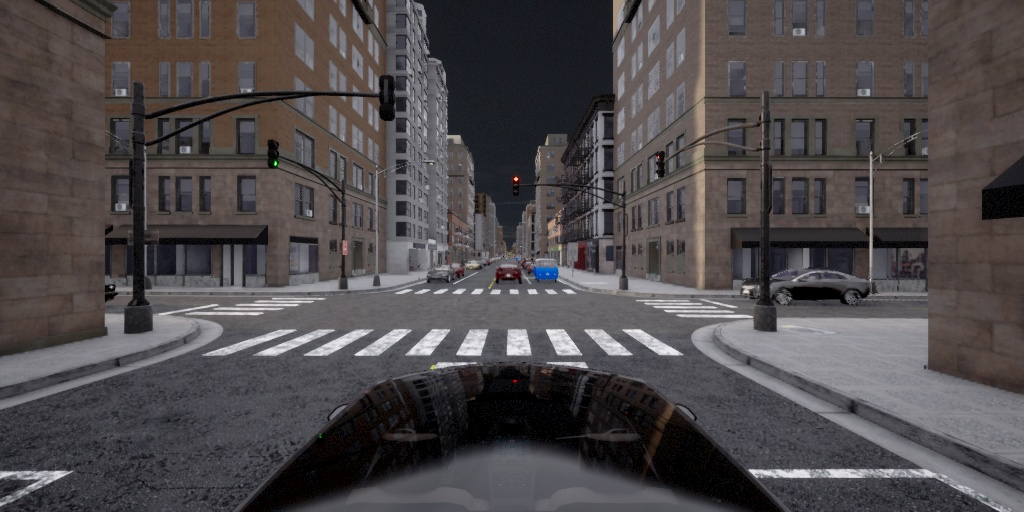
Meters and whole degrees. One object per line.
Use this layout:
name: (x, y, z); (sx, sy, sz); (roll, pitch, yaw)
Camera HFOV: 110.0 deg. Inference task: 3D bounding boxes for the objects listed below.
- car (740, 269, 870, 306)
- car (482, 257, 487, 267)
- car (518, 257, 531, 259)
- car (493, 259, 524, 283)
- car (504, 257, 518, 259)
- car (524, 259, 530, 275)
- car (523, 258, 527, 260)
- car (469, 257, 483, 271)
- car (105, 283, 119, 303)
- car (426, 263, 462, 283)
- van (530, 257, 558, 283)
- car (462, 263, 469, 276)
car: (12.770, 1.327, 15.794); (4.902, 1.511, 2.128); (0, 0, 0)
car: (-5.509, 1.305, 56.316); (1.948, 1.339, 4.313); (0, 0, 0)
car: (2.516, 1.054, 56.340); (2.192, 1.841, 5.009); (0, 0, 0)
car: (-0.180, 1.226, 27.942); (1.882, 1.535, 5.008); (0, 0, 1)
car: (-0.036, 1.336, 61.876); (1.895, 1.301, 4.718); (0, 0, 0)
car: (2.554, 1.330, 39.295); (1.802, 1.307, 4.207); (0, 0, 0)
car: (2.528, 1.326, 50.658); (1.802, 1.307, 4.207); (0, 0, 0)
car: (-5.496, 1.269, 50.464); (1.751, 1.417, 4.829); (0, 0, 0)
car: (-17.228, 1.254, 12.730); (4.718, 1.301, 1.895); (0, 0, -2)
car: (-5.446, 1.299, 27.906); (2.007, 1.370, 4.403); (0, 0, 0)
van: (2.579, 1.089, 27.932); (1.690, 1.789, 3.998); (0, 0, 0)
car: (-5.459, 1.293, 33.587); (1.888, 1.381, 4.507); (0, 0, 0)
